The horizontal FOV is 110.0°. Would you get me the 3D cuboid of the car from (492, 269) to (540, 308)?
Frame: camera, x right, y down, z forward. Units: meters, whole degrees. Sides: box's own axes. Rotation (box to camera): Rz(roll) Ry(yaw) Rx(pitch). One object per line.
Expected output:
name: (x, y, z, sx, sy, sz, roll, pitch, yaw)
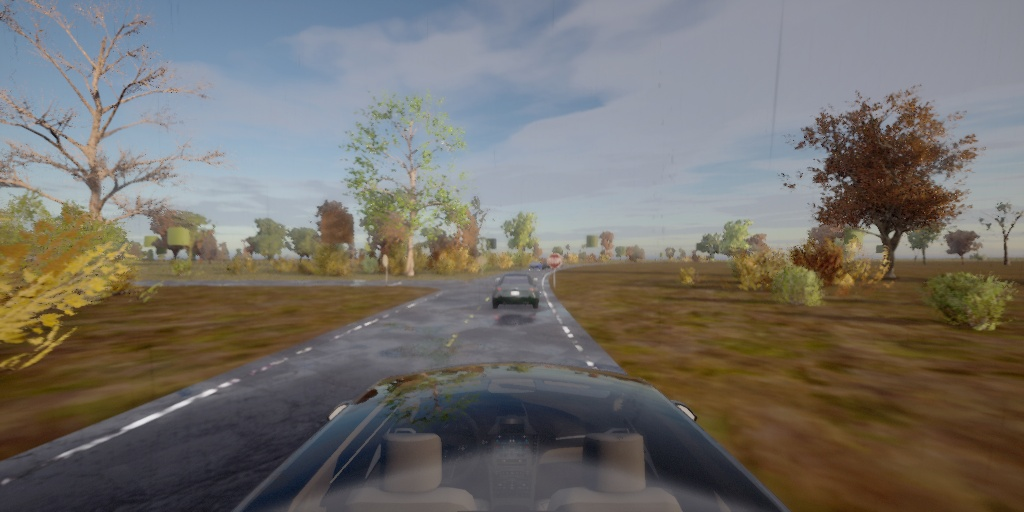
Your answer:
car: (0.207, 1.455, 16.087, 1.994, 1.385, 4.181, 0, -1, 2)
